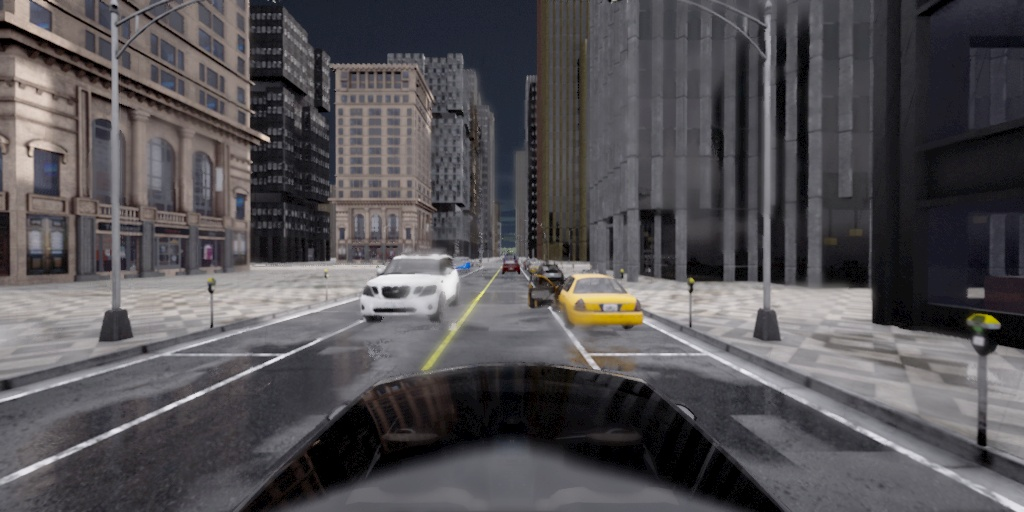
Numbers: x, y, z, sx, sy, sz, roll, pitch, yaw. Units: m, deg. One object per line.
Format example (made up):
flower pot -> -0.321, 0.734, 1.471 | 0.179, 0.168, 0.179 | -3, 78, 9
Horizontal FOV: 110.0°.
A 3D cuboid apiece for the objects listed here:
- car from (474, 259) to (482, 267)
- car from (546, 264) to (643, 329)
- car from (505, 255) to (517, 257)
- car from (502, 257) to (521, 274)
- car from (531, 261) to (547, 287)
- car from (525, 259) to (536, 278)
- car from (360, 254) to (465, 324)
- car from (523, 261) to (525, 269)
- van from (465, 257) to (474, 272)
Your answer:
car -> -5.986, 1.144, 59.850 | 2.007, 1.370, 4.403 | 0, 0, 0
car -> 2.318, 1.186, 11.039 | 1.801, 1.575, 5.366 | 0, 0, 0
car -> -0.162, 0.846, 50.105 | 2.150, 2.045, 5.566 | 0, 0, 0
car -> -0.064, 1.135, 39.101 | 1.882, 1.535, 5.008 | 0, 0, 0
car -> 2.672, 1.259, 26.039 | 1.948, 1.339, 4.313 | 0, 0, 0
car -> 2.627, 1.188, 37.490 | 1.751, 1.417, 4.829 | 0, 0, 0
car -> -3.138, 0.948, 12.293 | 2.150, 2.045, 5.566 | 0, 0, 0
car -> 2.606, 1.197, 42.961 | 2.007, 1.370, 4.403 | 0, 0, 0
van -> -5.920, 0.986, 42.927 | 1.690, 1.789, 3.998 | 0, 0, 0
